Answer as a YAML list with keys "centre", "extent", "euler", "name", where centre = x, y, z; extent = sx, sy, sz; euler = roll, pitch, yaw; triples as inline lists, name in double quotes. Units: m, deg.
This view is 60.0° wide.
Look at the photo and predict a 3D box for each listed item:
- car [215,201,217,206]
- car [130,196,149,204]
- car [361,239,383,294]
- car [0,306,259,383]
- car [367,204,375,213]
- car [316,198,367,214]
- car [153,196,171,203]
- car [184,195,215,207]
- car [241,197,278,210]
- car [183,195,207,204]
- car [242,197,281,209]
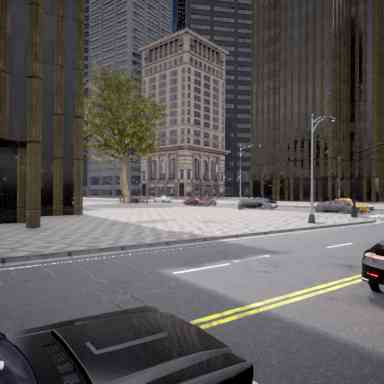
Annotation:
- centre: [1.946, 1.507, 53.441]
  extent: [1.812, 1.442, 4.674]
  euler: [1, -1, -41]
  name: "car"
- centre: [-10.008, 1.446, 61.829]
  extent: [2.128, 1.511, 4.902]
  euler: [1, -1, -44]
  name: "car"
- centre: [5.787, 1.492, 7.567]
  extent: [4.902, 1.511, 2.128]
  euler: [0, 0, -35]
  name: "car"
- centre: [-1.733, 1.601, 2.205]
  extent: [4.718, 1.301, 1.895]
  euler: [0, 0, -36]
  name: "car"
- centre: [16.754, 1.462, 35.485]
  extent: [1.882, 1.535, 5.008]
  euler: [1, -1, -38]
  name: "car"
- centre: [14.512, 1.515, 33.062]
  extent: [1.994, 1.385, 4.181]
  euler: [1, 0, -38]
  name: "car"
- centre: [-6.412, 1.568, 72.112]
  extent: [1.812, 1.442, 4.674]
  euler: [1, -1, -45]
  name: "car"
- centre: [0.728, 1.476, 49.903]
  extent: [1.812, 1.442, 4.674]
  euler: [1, 0, -41]
  name: "car"
- centre: [8.096, 1.445, 41.158]
  extent: [2.128, 1.511, 4.902]
  euler: [1, -1, -39]
  name: "car"
- centre: [0.548, 1.397, 64.926]
  extent: [2.097, 1.767, 4.553]
  euler: [1, -1, -43]
  name: "car"
- centre: [9.290, 1.477, 44.828]
  extent: [2.128, 1.511, 4.902]
  euler: [1, -1, -40]
  name: "car"
